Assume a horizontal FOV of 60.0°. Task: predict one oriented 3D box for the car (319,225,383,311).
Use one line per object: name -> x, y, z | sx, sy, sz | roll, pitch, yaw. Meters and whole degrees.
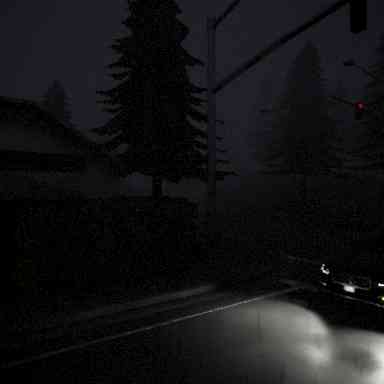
car -> 4.831, 1.504, 7.450 | 4.892, 1.490, 1.837 | 0, 0, -36
